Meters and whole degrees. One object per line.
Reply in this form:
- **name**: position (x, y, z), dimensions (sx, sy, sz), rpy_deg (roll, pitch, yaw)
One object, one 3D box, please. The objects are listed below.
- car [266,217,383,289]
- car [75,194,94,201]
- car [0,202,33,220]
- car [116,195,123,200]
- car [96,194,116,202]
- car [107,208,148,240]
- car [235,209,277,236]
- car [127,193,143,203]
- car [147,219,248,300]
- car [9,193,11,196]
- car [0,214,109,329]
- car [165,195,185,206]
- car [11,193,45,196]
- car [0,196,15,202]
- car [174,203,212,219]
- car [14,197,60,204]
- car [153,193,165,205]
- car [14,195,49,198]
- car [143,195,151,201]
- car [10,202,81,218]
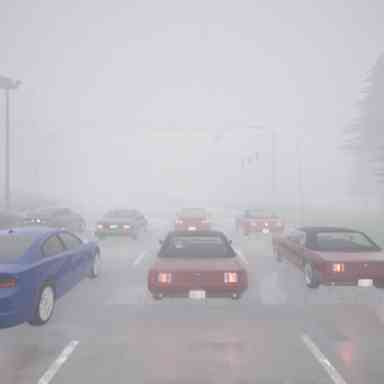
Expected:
- **car**: position (3.593, 1.596, 9.127), dimensions (1.895, 1.301, 4.718), rpy_deg (0, 0, 0)
- **car**: position (-26.050, 1.484, 80.568), dimensions (1.812, 1.442, 4.674), rpy_deg (0, 0, -37)
- **car**: position (-10.434, 1.483, 16.919), dimensions (2.128, 1.511, 4.902), rpy_deg (0, 0, 0)
- **car**: position (-20.514, 1.508, 90.261), dimensions (1.994, 1.385, 4.181), rpy_deg (0, 0, -44)
- **car**: position (-20.380, 1.486, 78.416), dimensions (2.128, 1.511, 4.902), rpy_deg (0, 0, -30)
- **car**: position (-3.427, 1.539, 16.888), dimensions (2.033, 1.411, 5.357), rpy_deg (0, 0, 0)
- **car**: position (3.544, 1.592, 18.295), dimensions (1.895, 1.301, 4.718), rpy_deg (0, 0, -1)
- **car**: position (-11.775, 1.190, 66.927), dimensions (2.150, 2.045, 5.566), rpy_deg (0, 0, -17)
- **car**: position (0.093, 1.597, 8.335), dimensions (1.895, 1.301, 4.718), rpy_deg (0, 0, 0)
- **car**: position (-23.972, 1.197, 48.289), dimensions (5.566, 2.045, 2.150), rpy_deg (0, 0, -4)
- **car**: position (-3.406, 1.474, 7.077), dimensions (1.882, 1.535, 5.008), rpy_deg (0, 0, 0)
- **car**: position (-2.346, 1.466, 53.198), dimensions (2.128, 1.511, 4.902), rpy_deg (0, 0, 9)
- **car**: position (-20.797, 1.200, 45.048), dimensions (5.566, 2.045, 2.150), rpy_deg (0, 0, -8)
- **car**: position (-22.584, 1.527, 41.244), dimensions (5.357, 1.411, 2.033), rpy_deg (0, 0, -3)
- **car**: position (0.055, 1.517, 17.438), dimensions (1.812, 1.442, 4.674), rpy_deg (0, 0, 1)
- **car**: position (-15.818, 1.508, 35.212), dimensions (4.674, 1.442, 1.812), rpy_deg (0, 0, -16)
- **car**: position (-5.668, 1.194, 59.125), dimensions (2.150, 2.045, 5.566), rpy_deg (1, 0, -7)
- **car**: position (-17.405, 1.488, 38.544), dimensions (4.892, 1.490, 1.837), rpy_deg (-1, 1, -14)
- **car**: position (-12.514, 1.497, 85.643), dimensions (2.033, 1.411, 5.357), rpy_deg (0, 0, -34)
- **car**: position (-6.933, 1.496, 16.935), dimensions (1.837, 1.490, 4.892), rpy_deg (0, 0, 0)
